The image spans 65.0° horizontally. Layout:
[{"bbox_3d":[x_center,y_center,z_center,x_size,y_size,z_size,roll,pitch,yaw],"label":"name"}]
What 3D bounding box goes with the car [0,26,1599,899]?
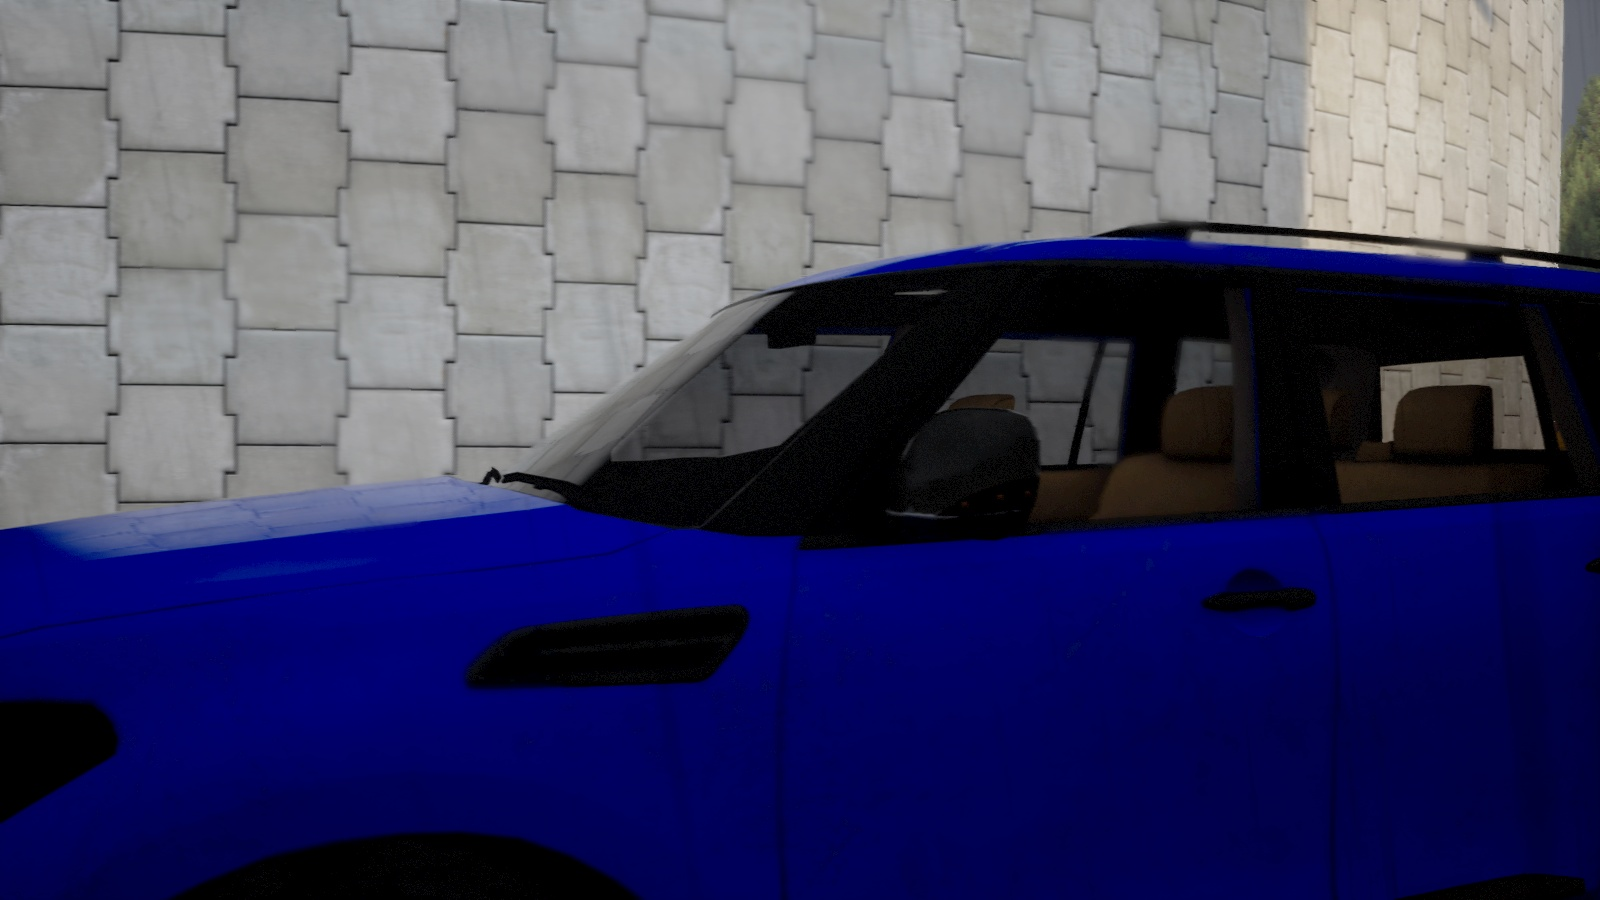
[{"bbox_3d":[0.578,0.460,3.438,5.566,2.045,2.150,-1,1,-25],"label":"car"}]
